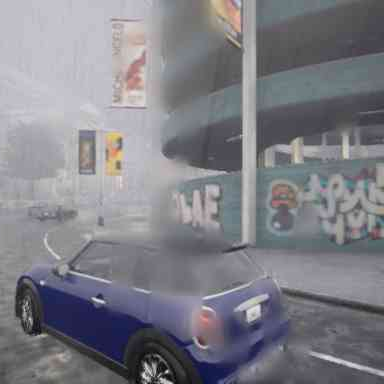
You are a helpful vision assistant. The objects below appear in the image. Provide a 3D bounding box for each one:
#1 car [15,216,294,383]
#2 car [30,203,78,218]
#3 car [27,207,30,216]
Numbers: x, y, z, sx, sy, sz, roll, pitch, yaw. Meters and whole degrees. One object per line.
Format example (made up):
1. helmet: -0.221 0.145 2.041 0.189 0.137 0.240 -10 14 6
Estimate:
1. car: -0.900 1.412 5.180 4.553 1.767 2.097 0 -1 41
2. car: -11.823 1.856 29.399 2.033 1.411 5.357 0 -1 -1
3. car: -14.867 1.847 34.178 2.128 1.511 4.902 0 -1 5
